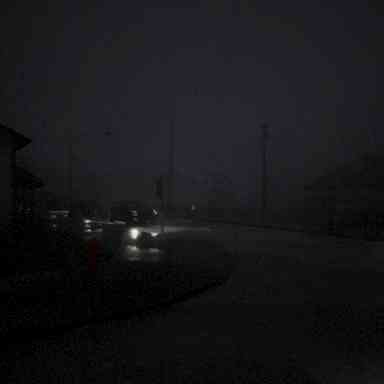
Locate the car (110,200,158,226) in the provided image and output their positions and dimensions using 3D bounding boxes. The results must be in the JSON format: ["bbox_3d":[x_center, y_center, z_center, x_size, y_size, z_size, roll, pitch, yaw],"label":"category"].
[{"bbox_3d":[-4.300,1.435,24.387,2.097,1.767,4.553,1,0,-36],"label":"car"}]

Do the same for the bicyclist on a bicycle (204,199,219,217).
[{"bbox_3d":[1.788,1.497,30.308,1.656,1.620,0.582,0,0,-36],"label":"bicyclist on a bicycle"}]

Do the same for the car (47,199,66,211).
[{"bbox_3d":[-17.302,1.609,42.640,1.812,1.442,4.674,1,0,-35],"label":"car"}]

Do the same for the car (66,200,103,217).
[{"bbox_3d":[-10.418,1.575,32.953,2.128,1.511,4.902,1,0,-35],"label":"car"}]
